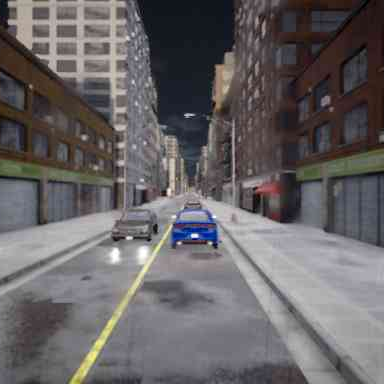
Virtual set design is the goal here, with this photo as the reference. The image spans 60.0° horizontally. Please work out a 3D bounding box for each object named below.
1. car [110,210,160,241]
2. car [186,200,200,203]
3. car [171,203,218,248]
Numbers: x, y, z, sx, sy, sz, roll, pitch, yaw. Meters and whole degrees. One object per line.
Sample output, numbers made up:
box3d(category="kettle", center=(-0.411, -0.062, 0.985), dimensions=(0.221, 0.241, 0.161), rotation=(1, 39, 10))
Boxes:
box3d(category="car", center=(-2.744, 1.630, 17.251), dimensions=(2.033, 1.411, 5.357), rotation=(0, 0, 0))
box3d(category="car", center=(0.113, 1.525, 34.623), dimensions=(2.128, 1.511, 4.902), rotation=(0, 0, 0))
box3d(category="car", center=(0.105, 1.490, 14.936), dimensions=(1.882, 1.535, 5.008), rotation=(0, 0, 0))
